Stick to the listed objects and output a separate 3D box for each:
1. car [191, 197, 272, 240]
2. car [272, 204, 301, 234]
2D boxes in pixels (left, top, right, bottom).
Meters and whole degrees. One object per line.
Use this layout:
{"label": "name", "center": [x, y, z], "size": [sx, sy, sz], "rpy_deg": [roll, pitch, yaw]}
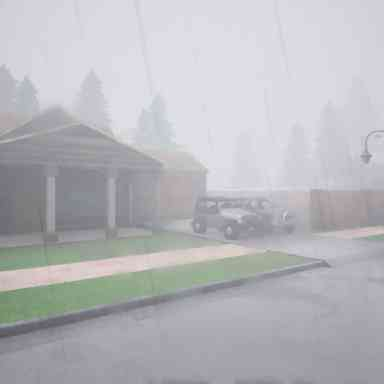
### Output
{"label": "car", "center": [1.596, 1.176, 15.971], "size": [1.905, 1.878, 3.866], "rpy_deg": [0, 0, -36]}
{"label": "car", "center": [3.415, 1.174, 17.749], "size": [1.932, 1.855, 4.605], "rpy_deg": [0, 0, -36]}
